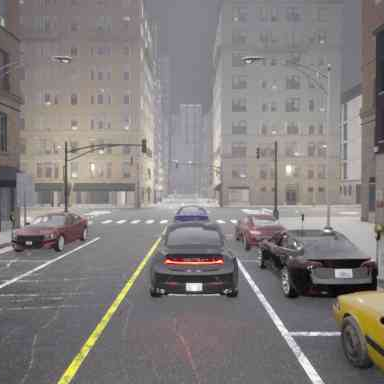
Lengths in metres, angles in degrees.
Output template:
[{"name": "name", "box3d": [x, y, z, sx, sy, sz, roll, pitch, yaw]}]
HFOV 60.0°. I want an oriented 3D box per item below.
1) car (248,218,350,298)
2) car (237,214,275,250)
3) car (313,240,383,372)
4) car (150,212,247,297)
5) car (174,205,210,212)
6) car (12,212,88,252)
[{"name": "car", "box3d": [2.844, 1.564, 8.320, 1.947, 1.339, 4.313, -1, 0, 0]}, {"name": "car", "box3d": [2.831, 1.579, 13.906, 1.802, 1.307, 4.206, -1, 0, 0]}, {"name": "car", "box3d": [2.856, 1.525, 2.904, 1.752, 1.417, 4.829, -1, 0, 0]}, {"name": "car", "box3d": [0.047, 1.503, 8.549, 1.837, 1.490, 4.892, 0, 0, 0]}, {"name": "car", "box3d": [-0.009, 1.474, 18.499, 1.882, 1.535, 5.008, 0, 0, 0]}, {"name": "car", "box3d": [-5.714, 1.542, 13.883, 1.887, 1.381, 4.507, -1, 0, 0]}]
